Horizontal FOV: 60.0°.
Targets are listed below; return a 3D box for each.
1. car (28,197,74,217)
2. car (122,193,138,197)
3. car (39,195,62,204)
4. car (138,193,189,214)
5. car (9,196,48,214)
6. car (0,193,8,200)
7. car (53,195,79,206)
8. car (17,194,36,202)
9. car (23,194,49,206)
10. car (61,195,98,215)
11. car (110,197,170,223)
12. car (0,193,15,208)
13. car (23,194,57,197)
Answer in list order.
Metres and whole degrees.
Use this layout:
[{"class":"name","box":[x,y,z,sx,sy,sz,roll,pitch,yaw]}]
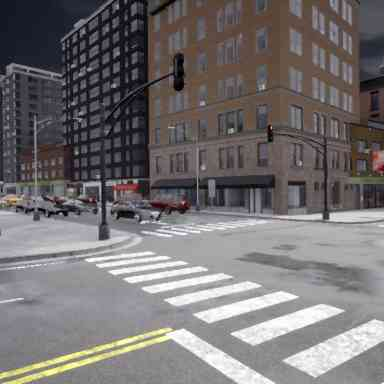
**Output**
[{"class":"car","box":[-12.422,1.420,29.171,1.947,1.339,4.313,0,1,-44]},{"class":"car","box":[-6.309,1.050,35.110,2.192,1.841,5.009,0,1,-44]},{"class":"car","box":[-21.653,1.140,50.922,1.802,1.307,4.206,0,1,-44]},{"class":"car","box":[-2.473,1.092,31.158,2.192,1.841,5.009,0,1,-44]},{"class":"car","box":[-16.258,1.377,33.122,1.947,1.339,4.313,0,1,-44]},{"class":"car","box":[-40.831,0.888,70.682,1.947,1.339,4.313,0,1,-44]},{"class":"car","box":[-17.817,1.186,46.969,1.802,1.307,4.206,0,1,-44]},{"class":"car","box":[-29.324,1.047,58.826,1.802,1.307,4.206,0,1,-44]},{"class":"car","box":[-22.662,1.082,48.267,1.882,1.535,5.008,-1,1,-44]},{"class":"car","box":[-10.622,1.339,31.261,1.812,1.442,4.674,-1,1,-44]},{"class":"car","box":[-4.208,1.376,24.654,2.128,1.511,4.902,-1,1,-44]},{"class":"car","box":[-23.809,1.249,40.902,1.752,1.417,4.829,0,1,-44]},{"class":"car","box":[-17.547,1.261,38.410,1.812,1.442,4.674,-1,1,-44]}]
